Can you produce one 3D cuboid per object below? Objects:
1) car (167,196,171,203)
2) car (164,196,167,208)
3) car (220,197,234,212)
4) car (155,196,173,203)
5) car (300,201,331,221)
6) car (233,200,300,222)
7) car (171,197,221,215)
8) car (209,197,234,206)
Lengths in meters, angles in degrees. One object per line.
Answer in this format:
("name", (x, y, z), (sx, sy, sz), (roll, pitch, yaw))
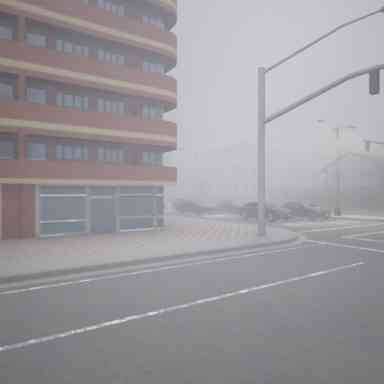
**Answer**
("car", (-0.854, 1.505, 42.582), (1.837, 1.490, 4.892), (0, 0, -35))
("car", (-5.407, 1.547, 43.025), (2.033, 1.411, 5.357), (0, 0, -34))
("car", (4.329, 1.526, 35.072), (1.812, 1.442, 4.674), (0, 0, -34))
("car", (-5.988, 1.562, 70.631), (1.994, 1.385, 4.181), (0, 0, -35))
("car", (9.264, 1.526, 27.901), (1.812, 1.442, 4.674), (0, 0, -34))
("car", (5.828, 1.505, 26.696), (1.837, 1.490, 4.892), (0, 0, -34))
("car", (0.306, 1.545, 34.726), (2.033, 1.411, 5.357), (0, 0, -34))
("car", (4.807, 1.564, 54.985), (1.994, 1.385, 4.181), (0, 0, -35))
